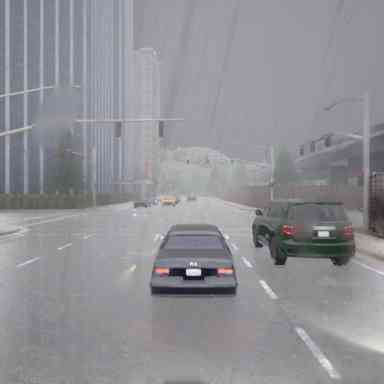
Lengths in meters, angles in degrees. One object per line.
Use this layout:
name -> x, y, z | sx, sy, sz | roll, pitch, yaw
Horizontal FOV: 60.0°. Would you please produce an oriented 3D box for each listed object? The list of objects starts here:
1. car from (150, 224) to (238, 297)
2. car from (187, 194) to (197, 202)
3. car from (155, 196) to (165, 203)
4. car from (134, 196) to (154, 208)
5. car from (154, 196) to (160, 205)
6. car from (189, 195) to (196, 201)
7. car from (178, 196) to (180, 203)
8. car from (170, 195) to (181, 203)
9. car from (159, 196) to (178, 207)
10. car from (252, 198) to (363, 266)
car -> 0.057, 1.548, 8.730 | 2.033, 1.411, 5.357 | 0, 0, 1
car -> 0.021, 1.355, 78.630 | 2.097, 1.767, 4.553 | 0, 0, 0
car -> -6.980, 1.524, 73.277 | 1.812, 1.442, 4.674 | 0, 0, 0
car -> -7.086, 1.601, 47.568 | 1.895, 1.301, 4.718 | 0, 0, 0
car -> -7.071, 1.490, 56.916 | 2.128, 1.511, 4.902 | 0, 0, 0
car -> 0.024, 1.500, 88.874 | 1.837, 1.490, 4.892 | 0, 0, 0
car -> -3.551, 1.477, 61.516 | 1.882, 1.535, 5.008 | 0, 0, 0
car -> -3.481, 1.525, 71.673 | 2.128, 1.511, 4.902 | 0, 0, 0
car -> -3.580, 1.477, 52.092 | 1.882, 1.535, 5.008 | 0, 0, 0
car -> 3.574, 1.221, 11.645 | 2.150, 2.045, 5.566 | 0, 0, 1
